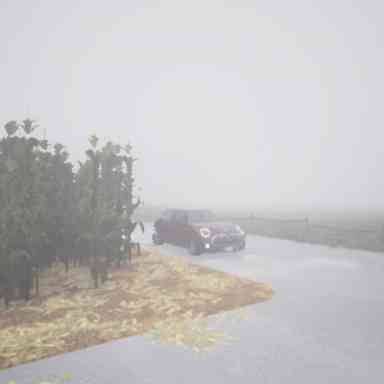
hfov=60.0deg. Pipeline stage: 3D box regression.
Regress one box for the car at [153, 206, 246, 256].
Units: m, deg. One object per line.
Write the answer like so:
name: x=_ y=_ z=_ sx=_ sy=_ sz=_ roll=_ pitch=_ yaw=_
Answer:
car: x=0.169 y=1.453 z=13.707 sx=2.097 sy=1.767 sz=4.553 roll=1 pitch=-1 yaw=-31
